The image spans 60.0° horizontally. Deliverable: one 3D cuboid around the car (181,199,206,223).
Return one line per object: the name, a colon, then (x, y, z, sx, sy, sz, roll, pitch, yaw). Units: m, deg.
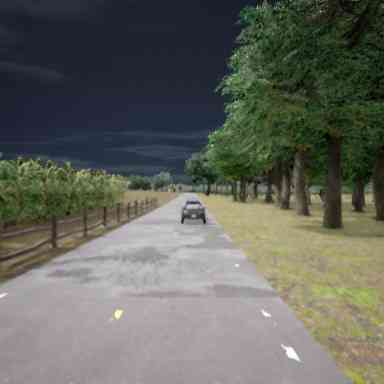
car: (0.119, 1.532, 25.737, 1.812, 1.442, 4.674, 0, 0, 0)

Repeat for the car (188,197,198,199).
car: (0.127, 1.434, 43.068, 1.882, 1.535, 5.008, 0, 0, 0)
